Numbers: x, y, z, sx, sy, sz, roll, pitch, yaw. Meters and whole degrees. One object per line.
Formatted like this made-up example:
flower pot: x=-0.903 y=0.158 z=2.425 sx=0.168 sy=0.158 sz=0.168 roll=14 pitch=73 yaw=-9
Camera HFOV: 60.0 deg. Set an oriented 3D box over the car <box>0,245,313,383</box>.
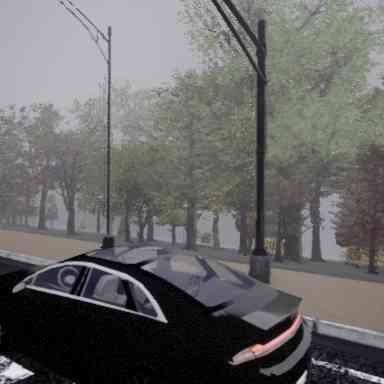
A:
car: x=-0.998 y=1.479 z=4.396 sx=4.902 sy=1.511 sz=2.128 roll=0 pitch=0 yaw=36
